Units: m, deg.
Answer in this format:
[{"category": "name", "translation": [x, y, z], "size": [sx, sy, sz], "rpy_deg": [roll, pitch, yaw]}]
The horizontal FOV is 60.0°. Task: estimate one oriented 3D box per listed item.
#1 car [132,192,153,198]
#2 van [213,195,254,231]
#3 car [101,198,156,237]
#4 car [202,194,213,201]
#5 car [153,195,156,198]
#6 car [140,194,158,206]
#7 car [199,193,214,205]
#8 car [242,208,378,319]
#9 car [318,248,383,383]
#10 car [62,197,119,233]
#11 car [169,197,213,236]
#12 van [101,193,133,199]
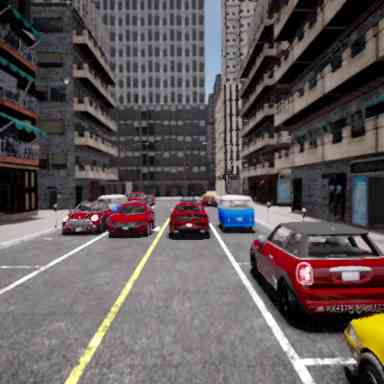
[{"category": "car", "translation": [-5.776, 0.963, 34.791], "size": [2.192, 1.841, 5.009], "rpy_deg": [-1, 1, -1]}, {"category": "van", "translation": [2.323, 1.099, 18.269], "size": [1.690, 1.788, 3.998], "rpy_deg": [-1, 1, -1]}, {"category": "car", "translation": [-2.965, 1.305, 17.175], "size": [1.882, 1.535, 5.008], "rpy_deg": [-1, 1, -1]}, {"category": "car", "translation": [2.035, 1.041, 40.464], "size": [1.887, 1.381, 4.507], "rpy_deg": [-1, 1, -1]}, {"category": "car", "translation": [-5.844, 1.148, 40.342], "size": [1.947, 1.339, 4.313], "rpy_deg": [-1, 1, -1]}, {"category": "car", "translation": [-5.917, 1.061, 45.890], "size": [1.887, 1.381, 4.507], "rpy_deg": [-1, 1, -1]}, {"category": "car", "translation": [1.959, 0.954, 46.182], "size": [1.752, 1.417, 4.829], "rpy_deg": [-1, 1, -1]}, {"category": "car", "translation": [2.472, 1.328, 7.173], "size": [1.967, 1.590, 4.097], "rpy_deg": [-1, 1, -1]}, {"category": "car", "translation": [2.545, 1.476, 1.796], "size": [1.752, 1.417, 4.829], "rpy_deg": [-1, 1, -1]}, {"category": "car", "translation": [-5.553, 1.284, 18.148], "size": [1.967, 1.590, 4.097], "rpy_deg": [-1, 1, -1]}, {"category": "car", "translation": [-0.138, 1.276, 17.088], "size": [1.882, 1.535, 5.008], "rpy_deg": [-1, 1, 0]}, {"category": "van", "translation": [-5.629, 1.120, 23.694], "size": [1.690, 1.788, 3.998], "rpy_deg": [-1, 1, -1]}]
